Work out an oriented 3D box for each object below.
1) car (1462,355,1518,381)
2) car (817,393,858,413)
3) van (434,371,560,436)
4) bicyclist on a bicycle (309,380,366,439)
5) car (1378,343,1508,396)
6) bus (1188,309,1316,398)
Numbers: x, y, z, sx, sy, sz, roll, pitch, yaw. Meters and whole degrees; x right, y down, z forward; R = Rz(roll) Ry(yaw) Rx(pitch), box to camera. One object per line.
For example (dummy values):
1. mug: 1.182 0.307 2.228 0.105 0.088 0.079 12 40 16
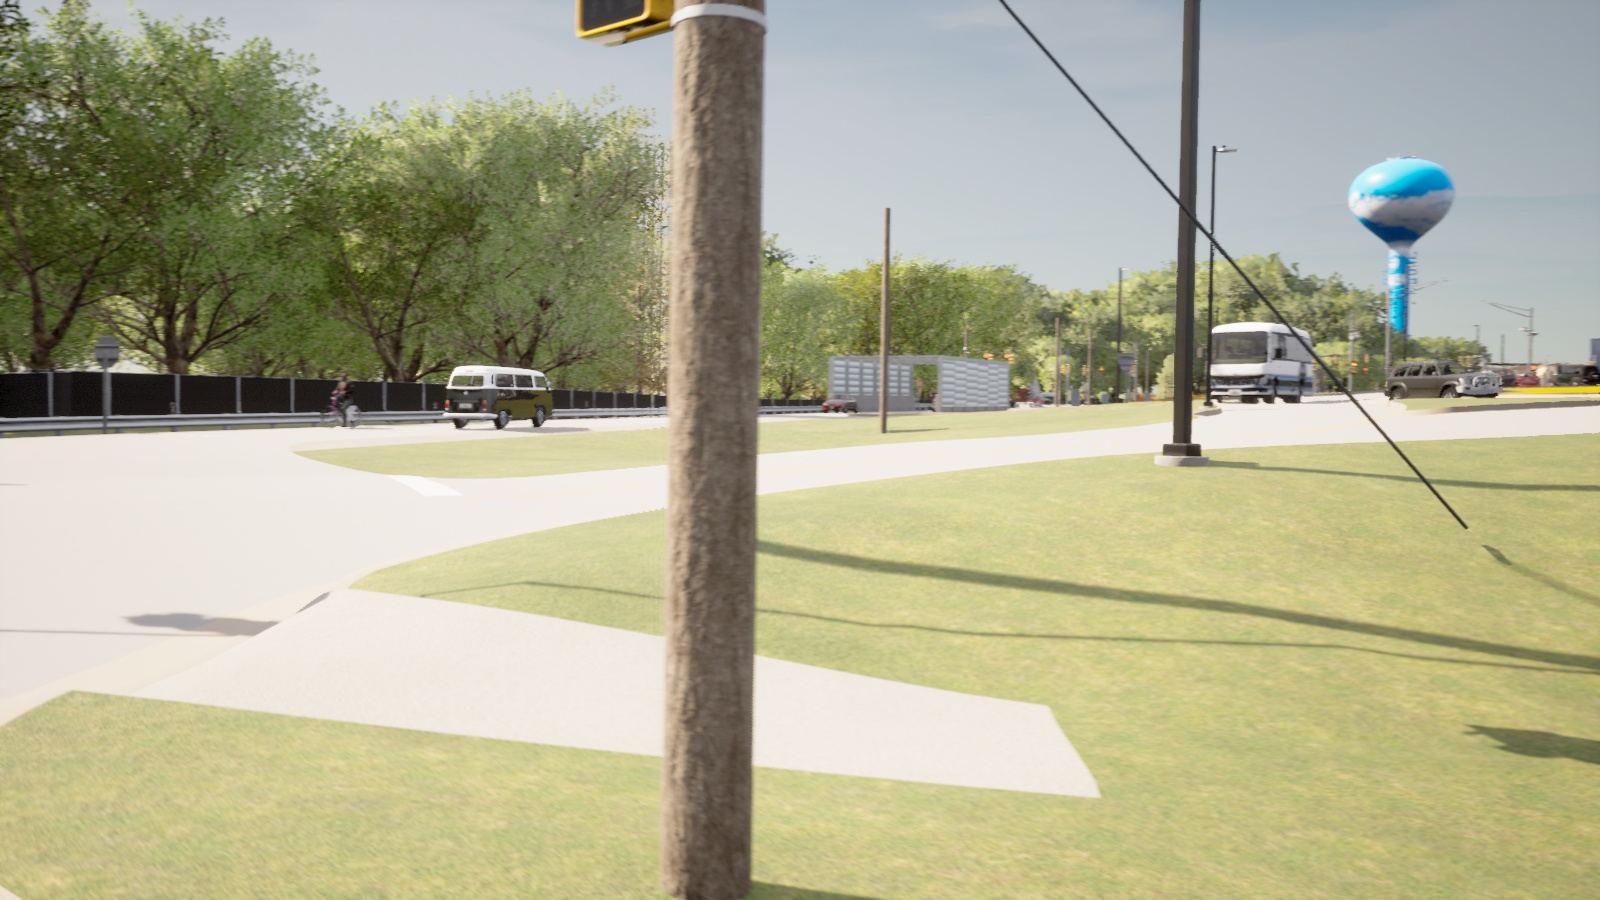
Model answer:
1. car: 44.116 -5.227 80.266 3.705 1.549 1.789 -4 5 -38
2. car: 2.826 -3.490 93.390 1.816 1.474 4.193 0 3 19
3. van: -9.981 -1.558 41.742 2.069 2.038 4.480 0 3 17
4. bicyclist on a bicycle: -14.405 -1.263 39.150 0.659 1.776 1.843 0 2 16
5. car: 25.531 -3.152 50.052 1.932 1.855 4.605 -5 4 -15
6. bus: 24.052 -4.922 66.333 3.944 4.253 10.273 0 2 34
